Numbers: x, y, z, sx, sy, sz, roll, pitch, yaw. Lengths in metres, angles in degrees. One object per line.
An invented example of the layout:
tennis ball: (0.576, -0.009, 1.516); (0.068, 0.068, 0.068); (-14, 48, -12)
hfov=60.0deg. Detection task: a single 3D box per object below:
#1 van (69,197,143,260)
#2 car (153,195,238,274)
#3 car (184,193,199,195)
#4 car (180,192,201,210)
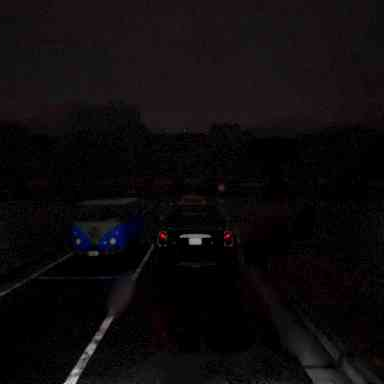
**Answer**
van: (-2.672, 1.096, 11.074); (1.690, 1.788, 3.998); (-1, 1, 0)
car: (0.077, 1.131, 9.968); (2.097, 1.767, 4.553); (0, 1, 0)
car: (0.042, 0.995, 22.124); (1.882, 1.535, 5.008); (0, 1, 0)
car: (-0.037, 0.783, 32.033); (1.882, 1.535, 5.008); (0, 1, 2)
